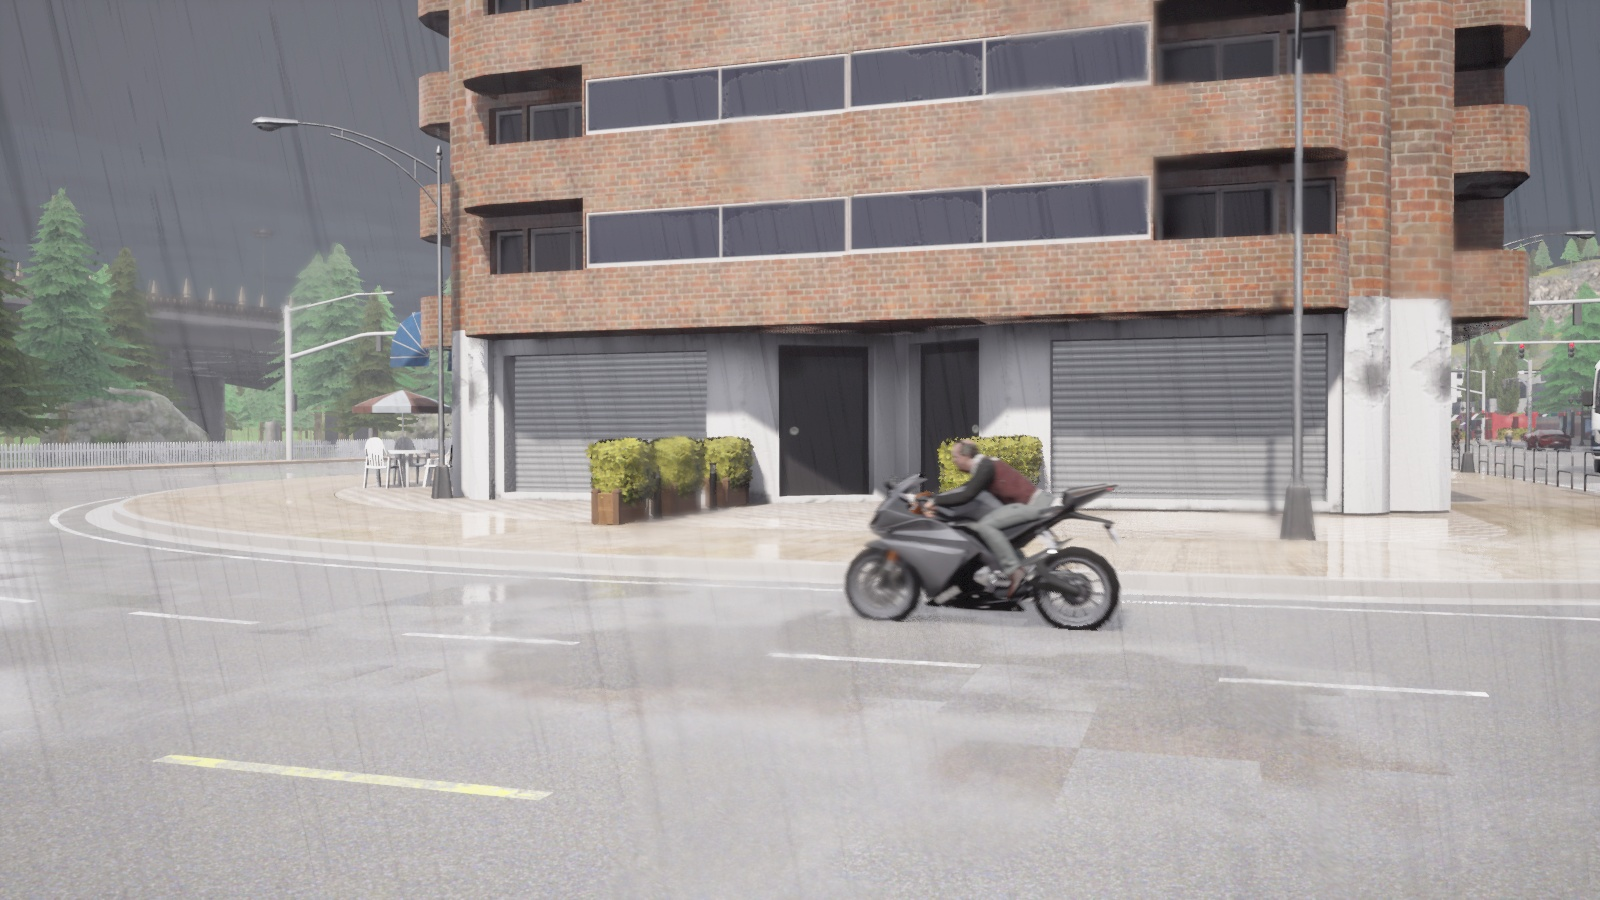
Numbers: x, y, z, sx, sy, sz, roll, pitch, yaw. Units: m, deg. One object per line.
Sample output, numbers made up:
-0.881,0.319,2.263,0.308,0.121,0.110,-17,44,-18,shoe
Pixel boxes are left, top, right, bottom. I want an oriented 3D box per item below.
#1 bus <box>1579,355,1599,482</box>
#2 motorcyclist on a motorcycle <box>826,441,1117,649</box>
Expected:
30.899,-1.112,45.835,3.944,4.253,10.273,0,1,33,bus
1.383,0.705,10.099,2.191,1.530,0.866,1,1,18,motorcyclist on a motorcycle
